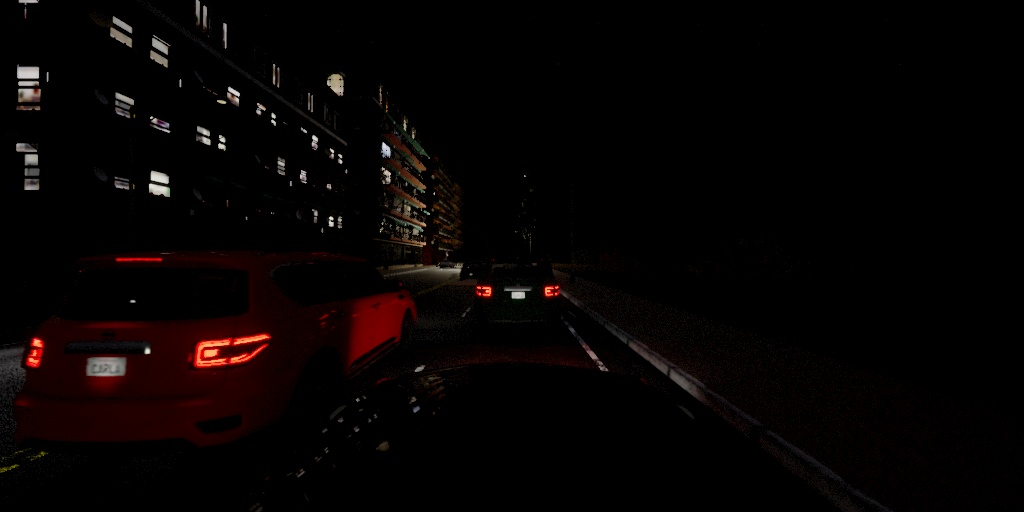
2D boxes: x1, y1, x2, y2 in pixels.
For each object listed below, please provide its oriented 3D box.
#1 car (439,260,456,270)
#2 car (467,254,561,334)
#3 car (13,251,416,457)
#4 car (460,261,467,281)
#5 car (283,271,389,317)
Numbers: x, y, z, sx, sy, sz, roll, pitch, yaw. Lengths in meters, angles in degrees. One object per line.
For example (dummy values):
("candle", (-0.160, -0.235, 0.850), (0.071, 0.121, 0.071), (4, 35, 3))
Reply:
("car", (-9.841, 1.278, 54.566), (1.812, 1.442, 4.674), (0, 0, 0))
("car", (0.101, 0.973, 10.732), (2.150, 2.045, 5.566), (0, 0, -1))
("car", (-3.153, 0.970, 5.468), (2.150, 2.045, 5.566), (0, 0, 0))
("car", (-3.151, 1.231, 30.092), (1.882, 1.535, 5.008), (0, 0, 0))
("car", (-6.601, 1.353, 14.163), (1.895, 1.301, 4.718), (0, 0, 0))
